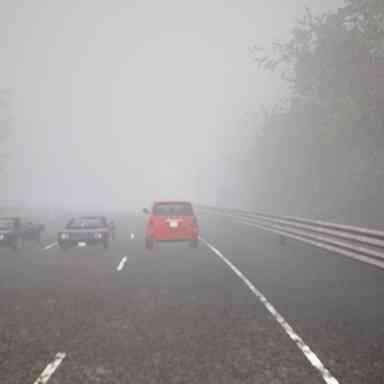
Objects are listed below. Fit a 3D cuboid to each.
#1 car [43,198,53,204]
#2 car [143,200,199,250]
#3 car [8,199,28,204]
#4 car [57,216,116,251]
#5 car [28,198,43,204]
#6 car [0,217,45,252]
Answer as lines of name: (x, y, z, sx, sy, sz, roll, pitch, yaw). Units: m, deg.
car: (-36.736, 2.280, 83.714, 4.674, 1.442, 1.812, 0, -1, 40)
car: (-1.054, 1.361, 15.388, 2.150, 2.045, 5.566, 0, 0, -8)
car: (-41.467, 2.258, 78.555, 5.357, 1.411, 2.033, 0, -1, 40)
car: (-4.536, 1.743, 15.005, 1.895, 1.301, 4.718, 0, -1, -8)
car: (-39.101, 2.237, 81.135, 4.892, 1.490, 1.837, 0, -1, 40)
car: (-8.004, 1.740, 14.534, 1.895, 1.301, 4.718, 0, -1, -8)
